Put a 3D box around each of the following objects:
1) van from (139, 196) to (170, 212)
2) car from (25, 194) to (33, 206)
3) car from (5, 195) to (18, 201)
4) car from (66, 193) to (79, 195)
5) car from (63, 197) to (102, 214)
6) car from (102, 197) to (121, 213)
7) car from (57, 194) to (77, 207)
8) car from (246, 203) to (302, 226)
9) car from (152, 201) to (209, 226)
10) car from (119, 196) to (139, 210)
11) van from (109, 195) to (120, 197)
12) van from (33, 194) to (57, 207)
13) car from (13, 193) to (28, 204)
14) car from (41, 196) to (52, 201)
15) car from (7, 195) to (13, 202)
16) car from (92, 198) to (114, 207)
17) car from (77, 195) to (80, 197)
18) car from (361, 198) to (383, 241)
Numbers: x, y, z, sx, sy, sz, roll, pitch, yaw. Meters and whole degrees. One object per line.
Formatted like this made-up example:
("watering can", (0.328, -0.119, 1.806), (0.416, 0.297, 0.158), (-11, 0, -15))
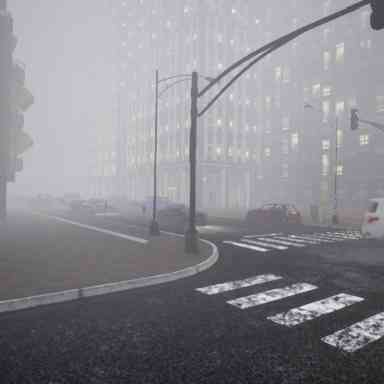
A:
("van", (-4.053, 1.382, 37.748), (1.690, 1.788, 3.998), (1, -1, -35))
("car", (-23.967, 1.432, 51.322), (1.802, 1.307, 4.206), (1, -1, -35))
("car", (-40.312, 1.378, 74.354), (2.008, 1.369, 4.403), (1, -1, -35))
("car", (-20.506, 1.181, 56.287), (2.150, 2.045, 5.566), (1, -1, -35))
("car", (-10.890, 1.427, 32.897), (2.008, 1.369, 4.403), (1, -1, -35))
("car", (-10.081, 1.472, 36.237), (2.033, 1.411, 5.357), (1, -1, -36))
("car", (-19.122, 1.386, 49.133), (1.882, 1.535, 5.008), (1, -1, -35))
("car", (5.754, 1.505, 23.928), (1.967, 1.590, 4.097), (1, -1, -35))
("car", (-0.683, 1.511, 22.989), (1.994, 1.385, 4.181), (1, -1, -35))
("car", (-7.326, 1.584, 42.352), (2.008, 1.369, 4.403), (1, -1, -35))
("van", (-10.591, 1.368, 46.961), (1.690, 1.788, 3.998), (1, -1, -35))
("van", (-20.693, 1.197, 46.718), (1.690, 1.788, 3.998), (1, -1, -35))
("car", (-30.501, 1.155, 60.537), (2.192, 1.841, 5.009), (1, -1, -35))
("car", (-36.750, 1.570, 83.809), (1.802, 1.307, 4.206), (1, -1, -35))
("car", (-37.043, 1.397, 69.748), (1.947, 1.339, 4.313), (1, -1, -35))
("car", (-13.865, 1.586, 51.565), (1.947, 1.339, 4.313), (1, -1, -35))
("car", (-14.446, 1.519, 47.821), (2.033, 1.411, 5.357), (1, -1, -35))
("car", (9.567, 1.231, 12.677), (5.566, 2.045, 2.150), (0, 0, 25))
